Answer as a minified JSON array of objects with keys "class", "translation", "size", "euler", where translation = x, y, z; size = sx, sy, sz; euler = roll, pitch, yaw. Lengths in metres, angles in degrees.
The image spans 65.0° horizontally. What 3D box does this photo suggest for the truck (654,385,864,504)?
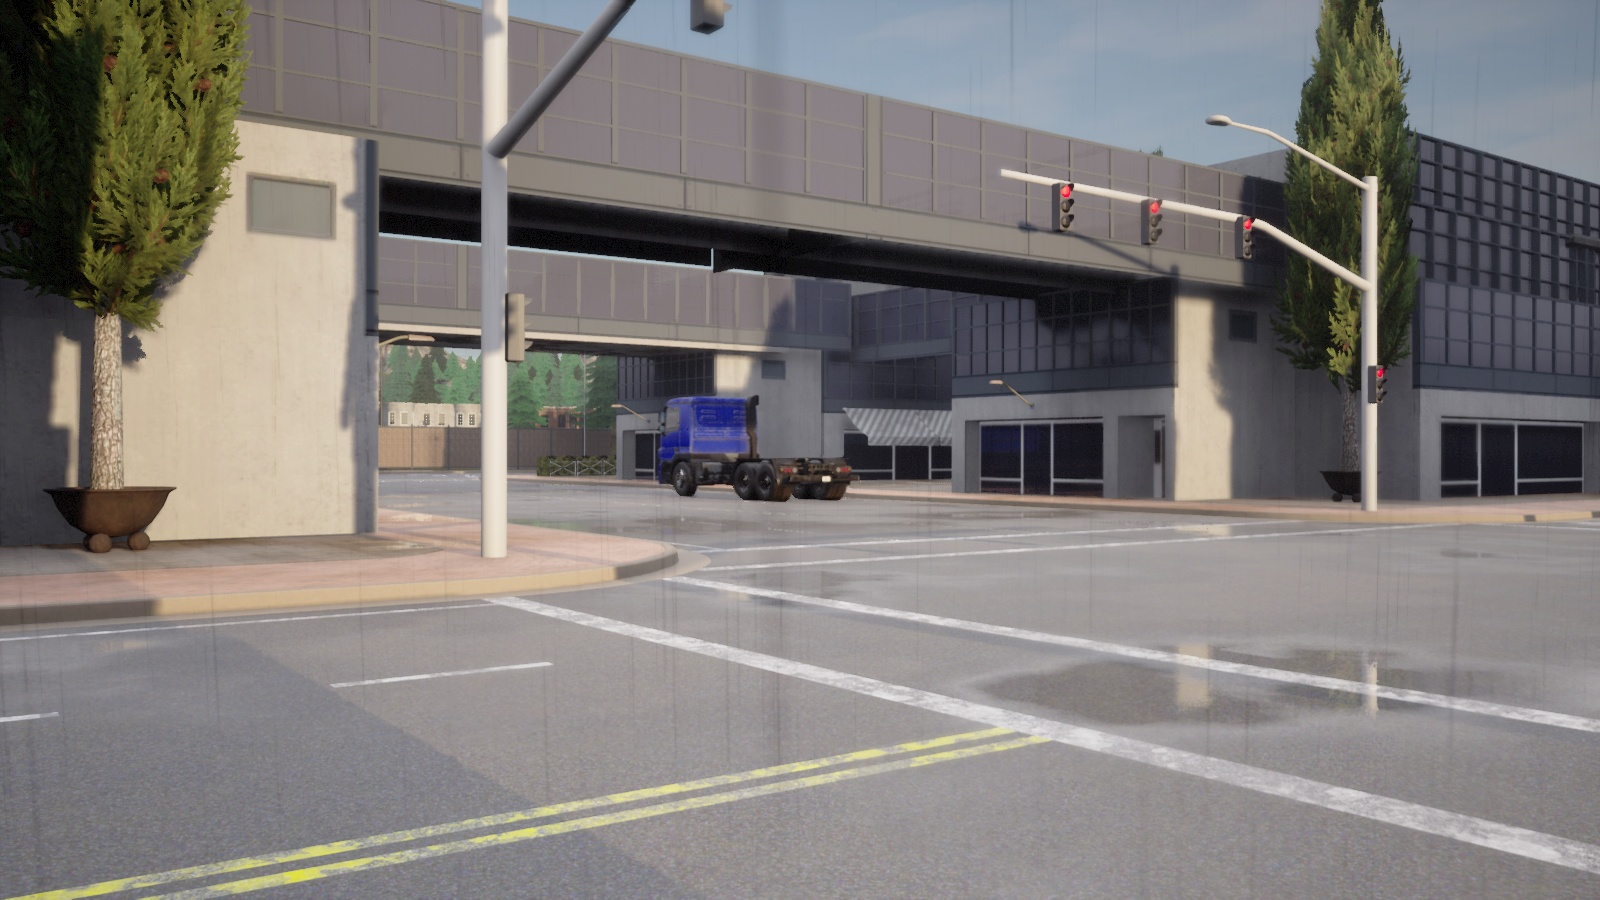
[{"class":"truck","translation":[-1.533,-0.147,40.838],"size":[2.891,3.462,7.936],"euler":[0,0,-36]}]
